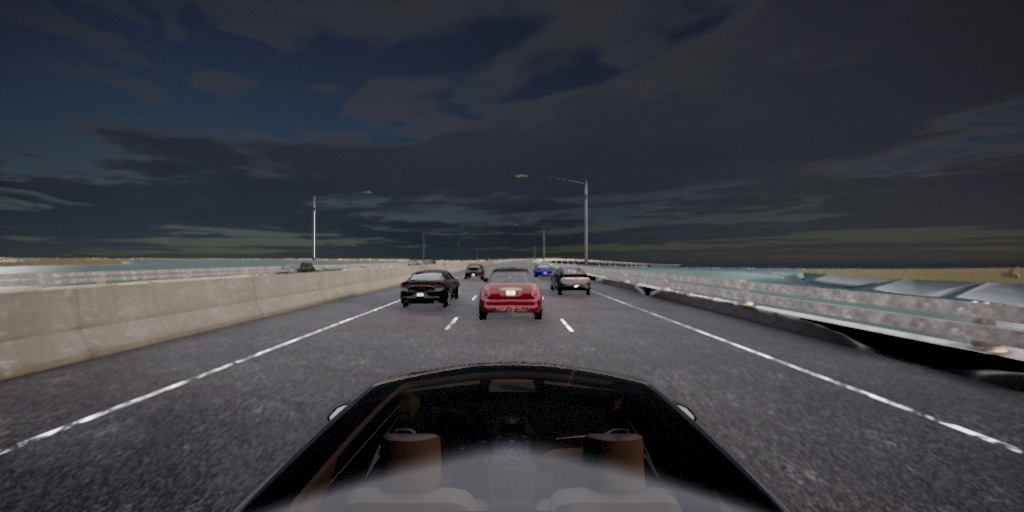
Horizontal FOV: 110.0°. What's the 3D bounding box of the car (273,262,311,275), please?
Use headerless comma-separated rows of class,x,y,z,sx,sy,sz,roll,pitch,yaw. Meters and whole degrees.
car,-21.394,1.438,35.515,2.097,1.767,4.553,0,-1,0

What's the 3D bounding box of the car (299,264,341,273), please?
car,-17.894,1.675,34.506,1.895,1.301,4.718,0,-1,0

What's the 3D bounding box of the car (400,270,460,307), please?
car,-3.574,1.370,16.376,1.882,1.535,5.008,0,0,0

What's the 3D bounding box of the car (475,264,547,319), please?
car,-0.051,1.214,13.485,2.097,1.767,4.553,0,-1,0

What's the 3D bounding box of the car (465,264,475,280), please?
car,-3.707,1.590,36.755,1.837,1.490,4.892,0,-1,0

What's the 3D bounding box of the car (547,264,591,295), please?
car,3.383,1.427,21.373,2.128,1.511,4.902,0,-1,0

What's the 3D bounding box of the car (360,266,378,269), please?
car,-14.398,1.682,35.515,1.895,1.301,4.718,0,-1,0

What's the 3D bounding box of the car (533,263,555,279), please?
car,3.291,1.570,38.051,1.882,1.535,5.008,0,-1,0
